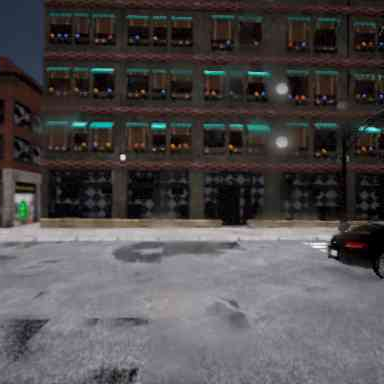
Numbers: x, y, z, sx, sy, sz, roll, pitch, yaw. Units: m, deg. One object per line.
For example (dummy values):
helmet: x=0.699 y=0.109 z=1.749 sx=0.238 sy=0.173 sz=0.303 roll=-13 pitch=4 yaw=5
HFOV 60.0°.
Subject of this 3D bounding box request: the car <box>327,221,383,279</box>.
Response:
car: x=6.239 y=1.532 z=9.351 sx=4.674 sy=1.442 sz=1.812 roll=0 pitch=-1 yaw=-2
